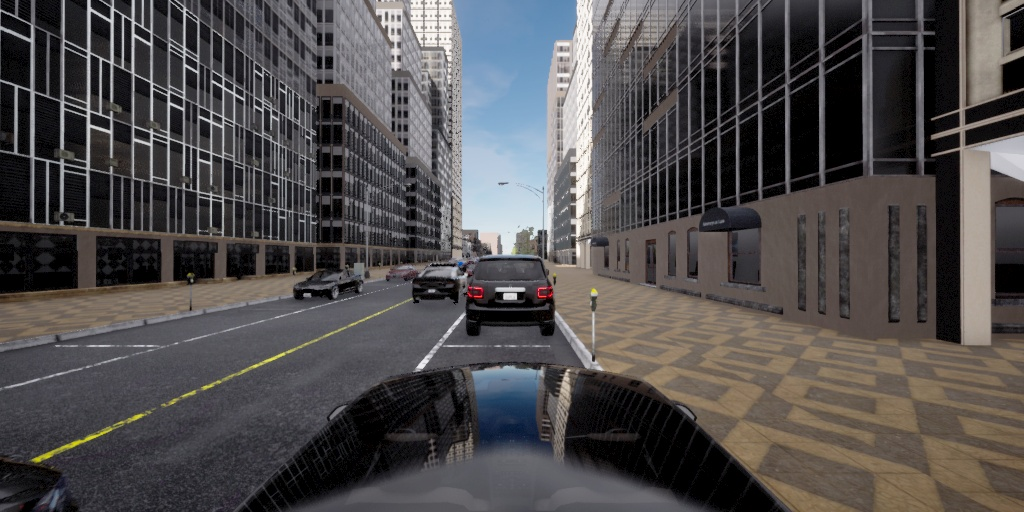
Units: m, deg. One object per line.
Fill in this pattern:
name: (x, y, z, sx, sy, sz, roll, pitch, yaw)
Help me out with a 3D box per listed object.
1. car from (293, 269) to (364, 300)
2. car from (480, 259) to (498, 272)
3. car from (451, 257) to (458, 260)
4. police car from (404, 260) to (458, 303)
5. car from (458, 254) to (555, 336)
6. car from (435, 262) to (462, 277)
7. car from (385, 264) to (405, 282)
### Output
car: (-8.836, 1.313, 17.650, 1.948, 1.339, 4.313, 0, 0, 0)
car: (-3.051, 1.222, 47.954, 2.128, 1.511, 4.902, 0, 0, 0)
car: (-8.836, 1.273, 51.803, 1.888, 1.381, 4.507, 0, 0, 0)
police car: (-3.148, 1.173, 16.652, 1.930, 1.638, 5.238, 0, 0, 0)
car: (-0.039, 0.977, 10.529, 2.150, 2.045, 5.566, 0, 0, 0)
car: (-6.238, 1.340, 35.831, 1.895, 1.301, 4.718, 0, 0, 0)
car: (-8.835, 1.325, 29.033, 1.802, 1.307, 4.207, 0, 0, 0)
